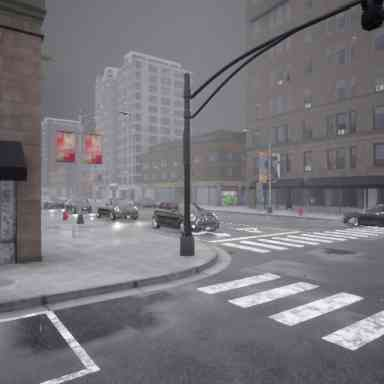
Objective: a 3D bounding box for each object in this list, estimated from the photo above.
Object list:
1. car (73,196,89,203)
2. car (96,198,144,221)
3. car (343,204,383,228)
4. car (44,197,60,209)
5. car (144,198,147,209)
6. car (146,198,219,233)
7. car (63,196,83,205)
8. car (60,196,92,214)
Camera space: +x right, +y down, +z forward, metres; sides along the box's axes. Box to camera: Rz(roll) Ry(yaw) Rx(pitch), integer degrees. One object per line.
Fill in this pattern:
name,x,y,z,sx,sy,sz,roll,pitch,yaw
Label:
car,-22.173,1.452,66.292,1.994,1.385,4.181,0,0,-36
car,-6.156,1.318,27.175,2.097,1.767,4.553,0,0,-36
car,11.498,1.490,19.747,1.837,1.490,4.892,0,0,-36
car,-18.277,1.439,44.015,1.837,1.490,4.892,0,0,-35
car,-6.477,1.495,44.597,1.994,1.385,4.181,0,0,-36
car,-0.471,1.332,19.316,2.097,1.767,4.553,0,0,-36
car,-21.379,1.451,59.665,2.033,1.411,5.357,0,0,-36
car,-12.216,1.455,35.567,1.837,1.490,4.892,0,0,-36
